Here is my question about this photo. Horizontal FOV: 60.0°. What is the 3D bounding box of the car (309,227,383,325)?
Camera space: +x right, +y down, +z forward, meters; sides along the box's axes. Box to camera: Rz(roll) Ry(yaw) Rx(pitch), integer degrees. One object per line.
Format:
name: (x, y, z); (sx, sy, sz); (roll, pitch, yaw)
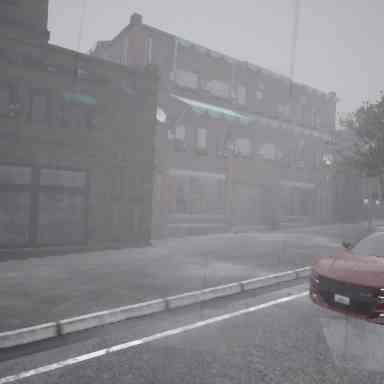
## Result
car: (4.479, 1.477, 6.898); (5.008, 1.535, 1.882); (0, 0, -36)
